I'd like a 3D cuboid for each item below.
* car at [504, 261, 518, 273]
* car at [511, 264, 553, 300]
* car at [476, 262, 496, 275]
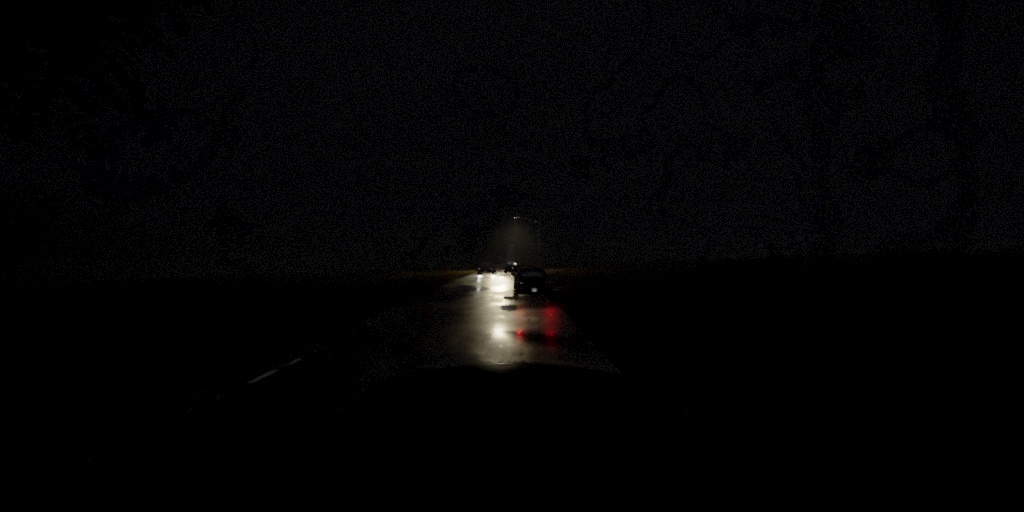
[{"bbox_3d":[0.072,1.406,44.412,1.994,1.385,4.181,0,-1,0],"label":"car"},{"bbox_3d":[0.964,1.283,17.784,1.812,1.442,4.674,0,0,0],"label":"car"},{"bbox_3d":[-2.832,1.348,40.448,1.812,1.442,4.674,0,0,0],"label":"car"}]
